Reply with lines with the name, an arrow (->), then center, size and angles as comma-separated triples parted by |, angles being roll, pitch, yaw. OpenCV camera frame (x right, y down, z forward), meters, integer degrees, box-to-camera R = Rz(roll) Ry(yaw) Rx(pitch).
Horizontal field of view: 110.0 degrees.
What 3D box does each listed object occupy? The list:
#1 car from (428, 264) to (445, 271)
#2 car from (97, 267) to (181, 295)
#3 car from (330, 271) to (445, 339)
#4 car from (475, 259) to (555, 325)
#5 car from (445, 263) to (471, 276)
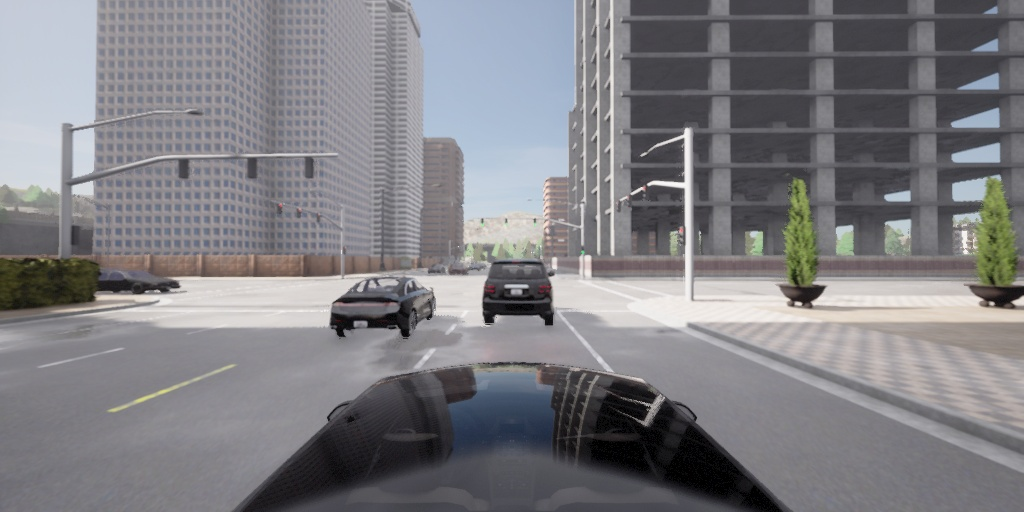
car -> -10.689, 1.881, 51.199 | 1.837, 1.490, 4.892 | 0, 0, 1
car -> -23.134, 1.547, 21.446 | 5.357, 1.411, 2.033 | 0, -1, 1
car -> -3.495, 1.354, 10.523 | 2.128, 1.511, 4.902 | 0, -1, -2
car -> 0.329, 1.112, 12.609 | 2.150, 2.045, 5.566 | 0, 0, 4
car -> -7.142, 1.688, 47.959 | 2.097, 1.767, 4.553 | 0, -1, 1
